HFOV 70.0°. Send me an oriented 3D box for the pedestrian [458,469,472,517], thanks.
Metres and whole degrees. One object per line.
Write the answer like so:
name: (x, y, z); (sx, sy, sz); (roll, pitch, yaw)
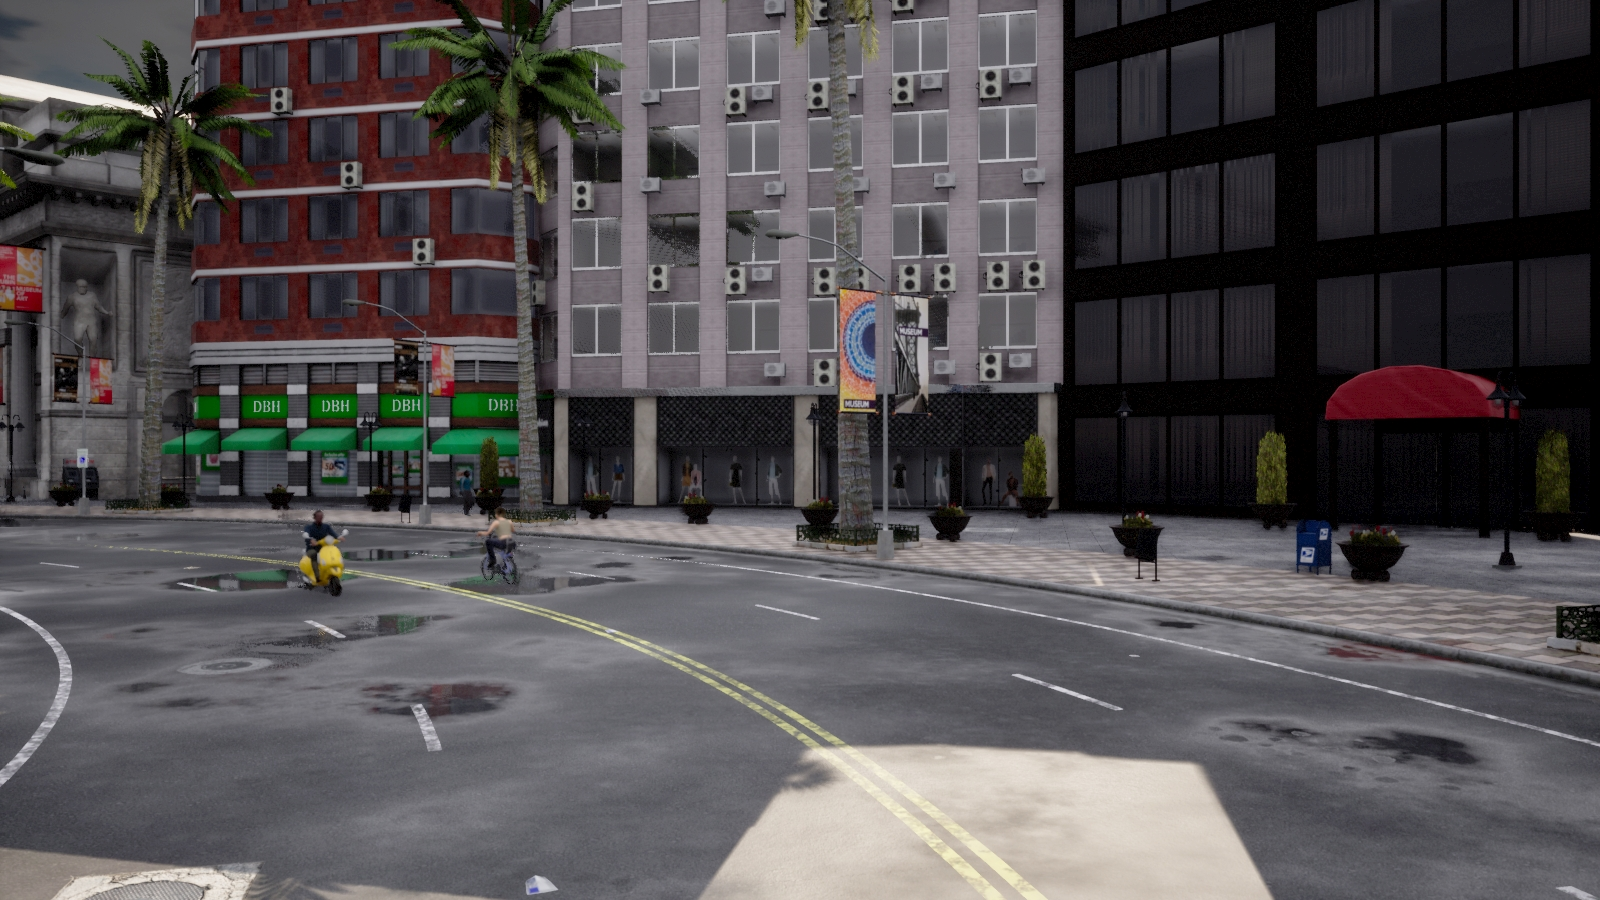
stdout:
pedestrian: (-13.195, 1.697, 45.069); (0.375, 1.860, 0.375); (0, 0, 30)
